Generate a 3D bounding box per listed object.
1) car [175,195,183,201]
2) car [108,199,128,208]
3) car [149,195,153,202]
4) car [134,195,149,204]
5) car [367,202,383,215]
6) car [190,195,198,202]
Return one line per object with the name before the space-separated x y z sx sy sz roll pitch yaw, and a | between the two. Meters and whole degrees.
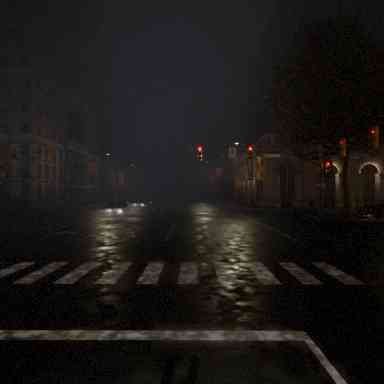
car | -3.087 1.449 78.631 2.128 1.511 4.902 0 0 1
car | -10.472 1.601 47.047 1.895 1.301 4.718 0 0 1
car | -10.116 1.478 76.515 1.882 1.535 5.008 0 0 1
car | -10.286 1.601 65.960 1.895 1.301 4.718 0 0 1
car | 19.573 1.564 32.742 4.181 1.385 1.994 0 0 0
car | 0.412 1.450 78.586 2.128 1.511 4.902 0 0 1
